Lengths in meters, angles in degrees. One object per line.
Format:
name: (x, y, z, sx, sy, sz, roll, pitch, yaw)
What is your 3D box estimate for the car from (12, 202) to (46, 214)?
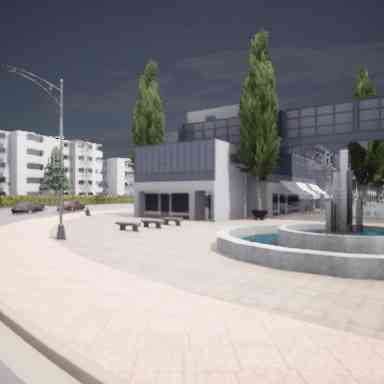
car: (-18.971, 1.825, 38.881, 1.994, 1.385, 4.181, 0, 0, 9)

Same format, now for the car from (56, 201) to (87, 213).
car: (-14.908, 1.812, 41.242, 1.812, 1.442, 4.674, 0, 0, 13)
